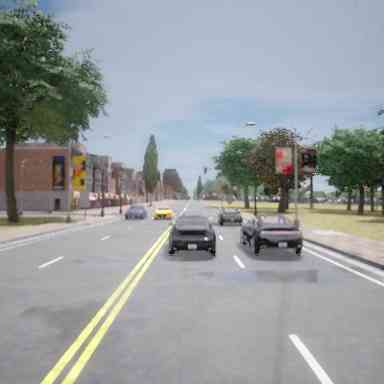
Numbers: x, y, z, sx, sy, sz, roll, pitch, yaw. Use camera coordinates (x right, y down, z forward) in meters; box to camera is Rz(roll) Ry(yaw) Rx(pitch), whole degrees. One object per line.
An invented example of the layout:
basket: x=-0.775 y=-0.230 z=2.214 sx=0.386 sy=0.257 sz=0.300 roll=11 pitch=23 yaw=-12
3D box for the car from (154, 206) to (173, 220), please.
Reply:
car: x=-3.228 y=2.396 z=38.480 sx=1.882 sy=1.535 sz=5.008 roll=0 pitch=-2 yaw=0

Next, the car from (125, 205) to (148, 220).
car: x=-6.475 y=2.280 z=38.914 sx=2.097 sy=1.767 sz=4.553 roll=0 pitch=-1 yaw=0

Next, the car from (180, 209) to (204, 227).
car: x=0.024 y=2.236 z=29.136 sx=1.895 sy=1.301 sz=4.718 roll=0 pitch=-2 yaw=0

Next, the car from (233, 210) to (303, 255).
car: x=3.265 y=1.728 z=14.334 sx=2.128 sy=1.511 sz=4.902 roll=0 pitch=-1 yaw=0

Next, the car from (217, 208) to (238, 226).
car: x=3.276 y=2.134 z=29.326 sx=2.128 sy=1.511 sz=4.902 roll=0 pitch=-2 yaw=0

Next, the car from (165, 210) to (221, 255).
car: x=0.015 y=1.744 z=14.335 sx=1.837 sy=1.490 sz=4.892 roll=0 pitch=-1 yaw=0
